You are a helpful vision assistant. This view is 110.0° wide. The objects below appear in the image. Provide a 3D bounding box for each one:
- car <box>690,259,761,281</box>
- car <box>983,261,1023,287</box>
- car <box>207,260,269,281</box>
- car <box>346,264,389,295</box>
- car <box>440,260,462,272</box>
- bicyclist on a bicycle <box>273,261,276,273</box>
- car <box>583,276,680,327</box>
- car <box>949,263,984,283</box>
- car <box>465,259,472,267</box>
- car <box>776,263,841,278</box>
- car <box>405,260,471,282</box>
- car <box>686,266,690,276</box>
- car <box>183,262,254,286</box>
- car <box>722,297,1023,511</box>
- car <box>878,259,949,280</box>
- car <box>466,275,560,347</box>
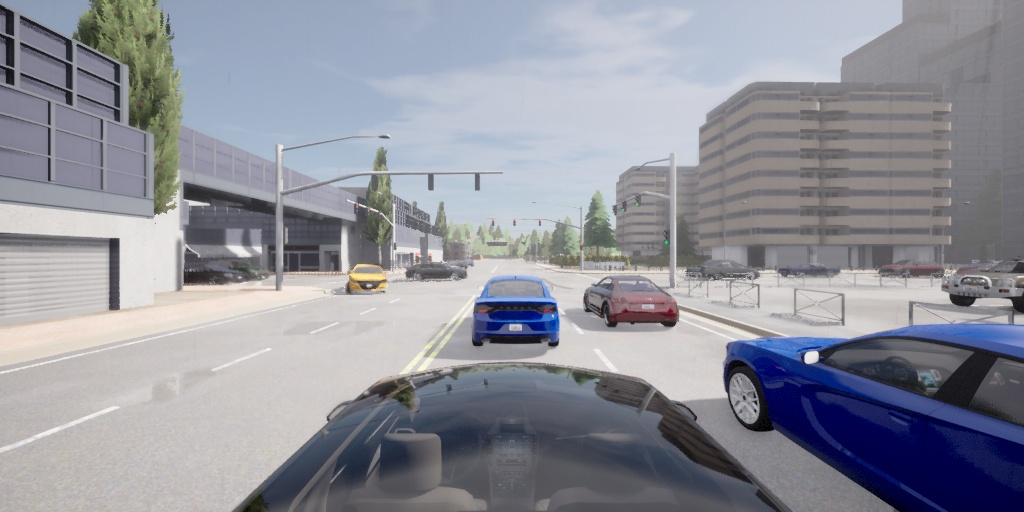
[{"bbox_3d":[17.873,1.241,29.643,4.902,1.511,2.128,0,0,-1],"label":"car"},{"bbox_3d":[39.119,1.297,26.598,5.357,1.411,2.033,0,0,-1],"label":"car"},{"bbox_3d":[-21.791,1.102,28.173,4.553,1.767,2.097,0,0,-1],"label":"car"},{"bbox_3d":[-8.168,1.228,20.330,1.882,1.535,5.008,2,-1,-24],"label":"car"},{"bbox_3d":[-7.866,1.241,46.786,2.128,1.511,4.902,0,0,0],"label":"car"},{"bbox_3d":[-25.855,1.053,39.601,0.582,1.620,1.656,0,0,-1],"label":"bicyclist on a bicycle"},{"bbox_3d":[3.598,1.314,11.529,1.994,1.385,4.181,0,0,0],"label":"car"},{"bbox_3d":[40.206,1.313,30.121,4.181,1.385,1.994,0,0,-1],"label":"car"},{"bbox_3d":[-8.008,1.313,56.746,1.994,1.385,4.181,0,0,-1],"label":"car"},{"bbox_3d":[27.661,1.350,33.558,4.718,1.301,1.895,0,0,-1],"label":"car"},{"bbox_3d":[-5.992,1.255,28.636,4.892,1.490,1.837,0,0,-4],"label":"car"},{"bbox_3d":[18.674,1.102,33.369,4.553,1.767,2.097,0,0,-1],"label":"car"},{"bbox_3d":[-20.772,1.313,24.688,4.181,1.385,1.994,0,0,-1],"label":"car"},{"bbox_3d":[3.602,1.228,2.546,1.882,1.535,5.008,0,0,0],"label":"car"},{"bbox_3d":[37.457,1.102,33.749,4.553,1.767,2.097,0,0,-1],"label":"car"},{"bbox_3d":[0.091,1.228,9.396,1.882,1.535,5.008,0,0,0],"label":"car"}]
